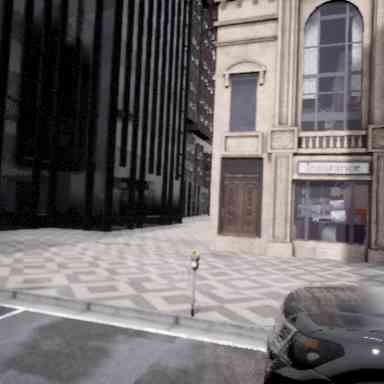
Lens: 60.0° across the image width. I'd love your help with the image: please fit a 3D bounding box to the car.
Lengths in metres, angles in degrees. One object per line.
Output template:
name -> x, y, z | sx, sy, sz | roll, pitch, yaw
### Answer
car -> 3.504, 1.520, 3.010 | 5.566, 2.045, 2.150 | 1, -3, 18
